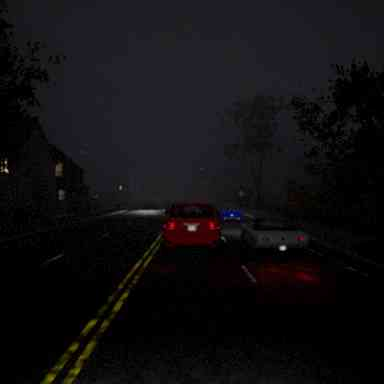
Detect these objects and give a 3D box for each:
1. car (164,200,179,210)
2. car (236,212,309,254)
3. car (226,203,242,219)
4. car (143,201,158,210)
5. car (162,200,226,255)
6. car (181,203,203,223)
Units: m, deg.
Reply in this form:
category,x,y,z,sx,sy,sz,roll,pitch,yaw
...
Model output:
category,x,y,z,sx,sy,sz,roll,pitch,yaw
car,-3.259,2.019,52.746,2.033,1.411,5.357,0,-1,0
car,3.250,1.734,14.105,1.895,1.301,4.718,0,0,0
car,3.251,1.751,29.478,1.882,1.535,5.008,0,0,0
car,-6.509,2.071,52.621,1.895,1.301,4.718,0,-1,0
car,0.000,1.349,14.027,2.150,2.045,5.566,0,0,0
car,0.000,1.798,29.379,1.812,1.442,4.674,0,0,0
